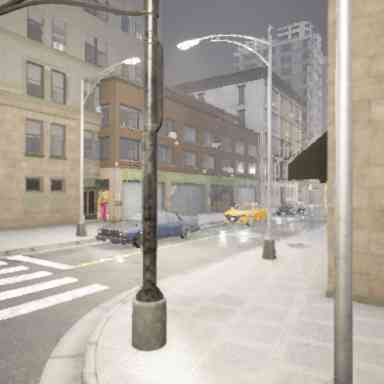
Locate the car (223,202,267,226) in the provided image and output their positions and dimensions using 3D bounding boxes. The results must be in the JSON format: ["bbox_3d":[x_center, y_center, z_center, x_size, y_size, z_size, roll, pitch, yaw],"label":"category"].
[{"bbox_3d":[4.062,1.525,24.132,1.882,1.535,5.008,0,0,34],"label":"car"}]

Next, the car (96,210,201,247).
[{"bbox_3d":[-1.765,1.557,15.435,2.033,1.411,5.357,0,0,38],"label":"car"}]

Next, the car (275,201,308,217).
[{"bbox_3d":[9.934,1.634,32.841,2.033,1.411,5.357,0,0,34],"label":"car"}]
